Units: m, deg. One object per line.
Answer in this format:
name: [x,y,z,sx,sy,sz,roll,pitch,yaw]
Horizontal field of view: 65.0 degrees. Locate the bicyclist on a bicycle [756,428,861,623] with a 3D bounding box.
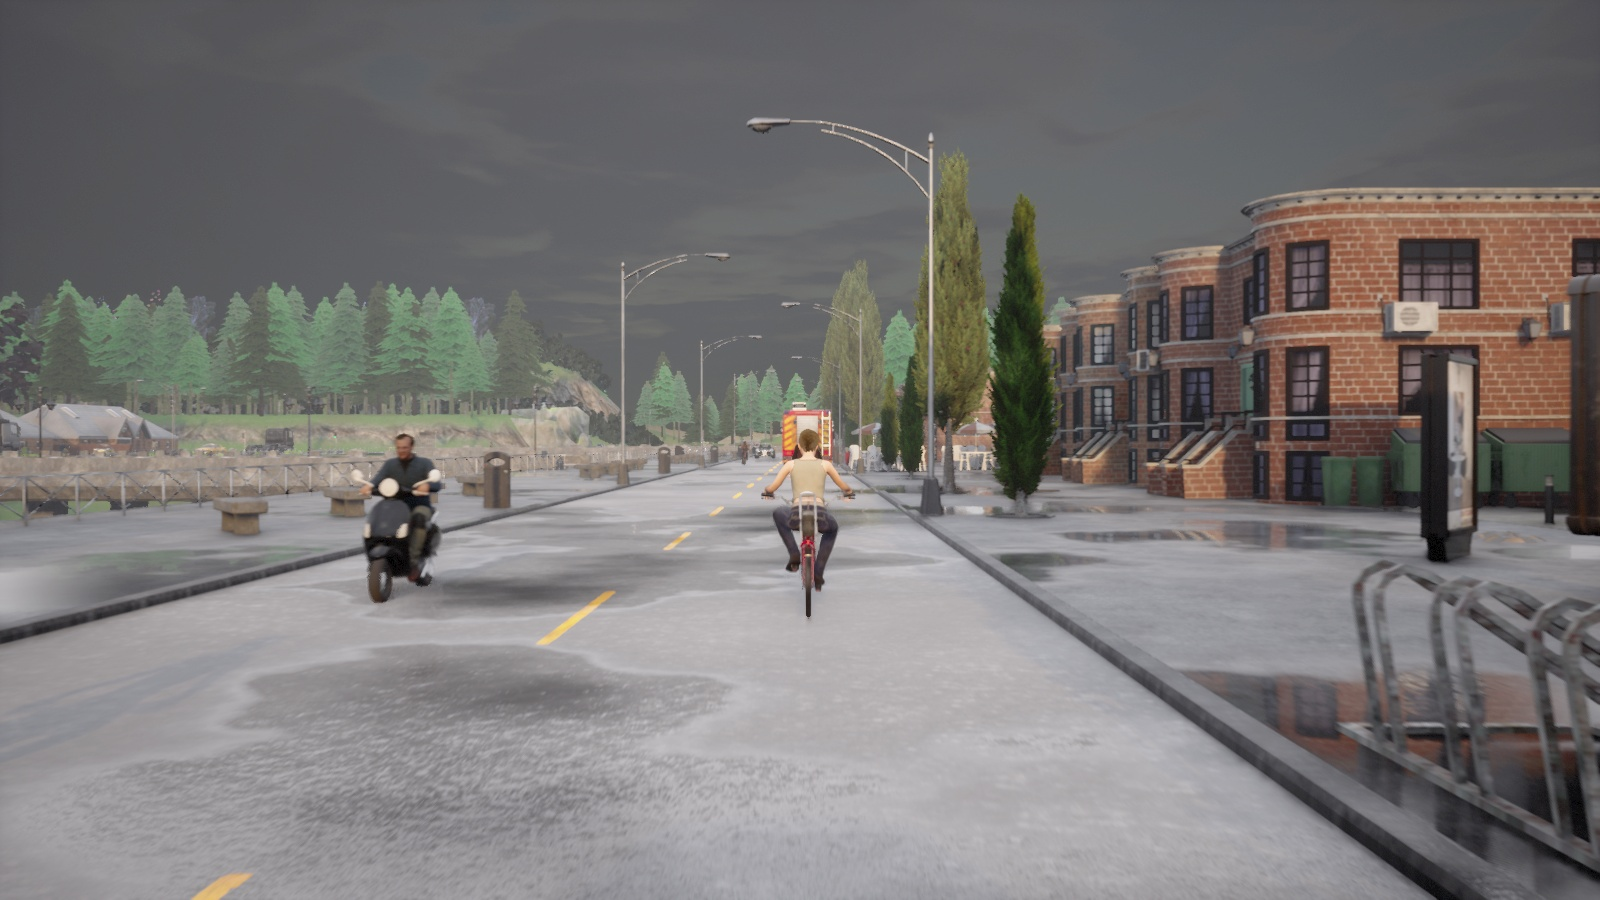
bicyclist on a bicycle: [0.074,0.620,11.164,0.866,1.612,1.509,0,0,0]

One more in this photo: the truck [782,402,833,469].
truck: [0.429,-0.841,75.047,2.891,3.827,8.468,0,0,0]

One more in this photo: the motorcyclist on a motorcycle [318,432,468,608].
motorcyclist on a motorcycle: [-3.916,0.628,12.254,0.866,1.590,1.817,0,0,0]
